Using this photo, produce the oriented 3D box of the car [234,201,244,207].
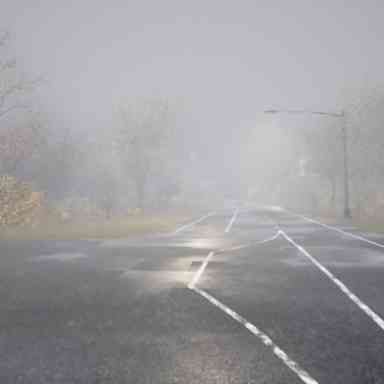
[{"bbox_3d":[11.663,2.875,82.320,1.994,1.385,4.181,-2,-1,15],"label":"car"}]
